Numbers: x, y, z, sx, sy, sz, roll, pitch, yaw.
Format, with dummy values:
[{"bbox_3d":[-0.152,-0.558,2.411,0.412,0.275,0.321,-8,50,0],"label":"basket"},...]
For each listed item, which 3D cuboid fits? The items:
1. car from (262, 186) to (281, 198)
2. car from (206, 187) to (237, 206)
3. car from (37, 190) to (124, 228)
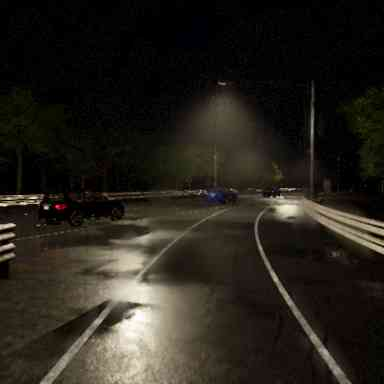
[{"bbox_3d":[14.292,0.012,59.682,2.150,2.045,5.566,1,1,28],"label":"car"},{"bbox_3d":[3.539,0.468,39.185,2.150,2.045,5.566,1,2,28],"label":"car"},{"bbox_3d":[-6.491,0.887,20.069,2.150,2.045,5.566,1,1,28],"label":"car"}]
